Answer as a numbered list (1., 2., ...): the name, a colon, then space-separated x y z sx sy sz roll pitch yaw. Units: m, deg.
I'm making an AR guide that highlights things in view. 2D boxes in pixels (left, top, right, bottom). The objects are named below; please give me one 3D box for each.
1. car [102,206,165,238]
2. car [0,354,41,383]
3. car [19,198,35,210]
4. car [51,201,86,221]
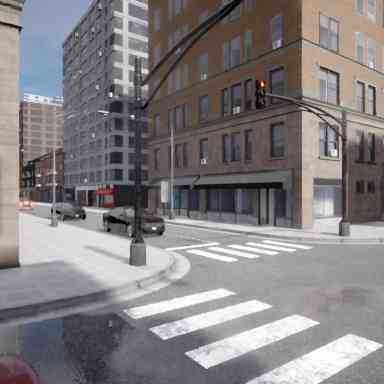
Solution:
1. car: -3.353 1.546 18.566 1.882 1.535 5.008 0 0 -36
2. car: -2.816 1.526 0.882 4.674 1.442 1.812 0 0 -36
3. car: -23.323 1.571 46.118 2.097 1.767 4.553 0 0 -36
4. car: -10.629 1.602 28.550 1.882 1.535 5.008 0 1 -36
